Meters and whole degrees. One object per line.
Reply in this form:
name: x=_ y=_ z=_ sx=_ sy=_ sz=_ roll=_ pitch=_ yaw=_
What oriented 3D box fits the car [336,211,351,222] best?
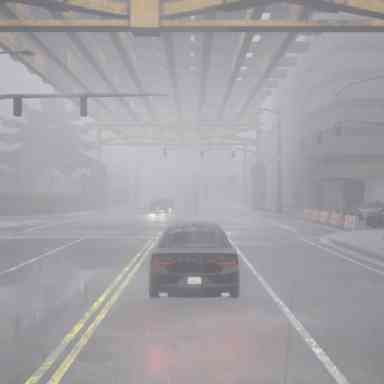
car: x=13.534 y=1.453 z=25.053 sx=4.974 sy=1.542 sz=2.038 roll=0 pitch=0 yaw=25

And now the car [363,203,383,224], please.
car: x=13.265 y=1.295 z=20.912 sx=4.536 sy=1.218 sz=1.853 roll=0 pitch=0 yaw=-20

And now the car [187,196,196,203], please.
car: x=-0.047 y=1.491 z=66.397 sx=2.128 sy=1.511 sz=4.902 roll=0 pitch=0 yaw=0

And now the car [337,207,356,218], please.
car: x=13.581 y=1.295 z=25.032 sx=4.536 sy=1.218 sz=1.853 roll=0 pitch=0 yaw=25

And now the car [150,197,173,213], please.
car: x=-3.673 y=1.492 z=37.856 sx=2.128 sy=1.511 sz=4.902 roll=0 pitch=0 yaw=0

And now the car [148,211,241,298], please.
car: x=0.054 y=1.478 z=8.590 sx=1.882 sy=1.535 sz=5.008 roll=0 pitch=0 yaw=0

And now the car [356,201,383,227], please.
car: x=13.217 y=1.453 z=20.894 sx=4.974 sy=1.542 sz=2.038 roll=0 pitch=0 yaw=-20
